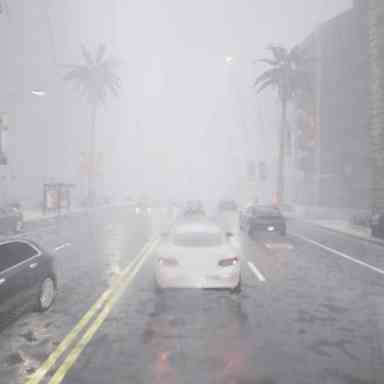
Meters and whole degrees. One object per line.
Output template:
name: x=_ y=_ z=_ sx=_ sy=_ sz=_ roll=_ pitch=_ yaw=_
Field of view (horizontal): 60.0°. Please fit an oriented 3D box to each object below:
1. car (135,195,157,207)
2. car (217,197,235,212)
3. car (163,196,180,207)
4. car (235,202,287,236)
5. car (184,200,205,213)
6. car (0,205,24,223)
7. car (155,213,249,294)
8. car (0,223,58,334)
car: x=-6.258 y=1.160 z=45.654 sx=2.097 sy=1.767 sz=4.553 roll=0 pitch=0 yaw=6
car: x=3.785 y=1.339 z=36.701 sx=1.882 sy=1.535 sz=5.008 roll=0 pitch=0 yaw=1
car: x=-2.767 y=1.338 z=46.288 sx=1.812 sy=1.442 sz=4.674 roll=0 pitch=0 yaw=7
car: x=3.681 y=1.440 z=17.885 sx=1.837 sy=1.490 sz=4.892 roll=0 pitch=0 yaw=0
car: x=0.241 y=1.428 z=30.318 sx=2.033 sy=1.411 sz=5.357 roll=0 pitch=0 yaw=0
car: x=-10.015 y=1.400 z=16.147 sx=2.231 sy=1.521 sz=4.892 roll=0 pitch=0 yaw=0
car: x=0.122 y=1.492 z=8.575 sx=1.812 sy=1.442 sz=4.674 roll=0 pitch=0 yaw=0
car: x=-3.583 y=1.479 z=4.777 sx=1.837 sy=1.490 sz=4.892 roll=0 pitch=0 yaw=0
